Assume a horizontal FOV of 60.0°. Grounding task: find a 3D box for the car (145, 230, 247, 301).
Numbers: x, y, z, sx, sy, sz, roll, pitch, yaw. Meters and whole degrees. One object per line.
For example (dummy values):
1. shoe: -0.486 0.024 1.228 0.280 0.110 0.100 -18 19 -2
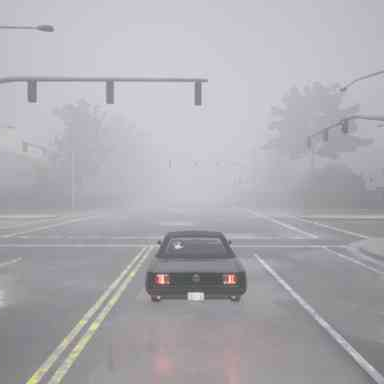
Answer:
1. car: 0.066 1.599 8.242 1.895 1.301 4.718 0 0 0
